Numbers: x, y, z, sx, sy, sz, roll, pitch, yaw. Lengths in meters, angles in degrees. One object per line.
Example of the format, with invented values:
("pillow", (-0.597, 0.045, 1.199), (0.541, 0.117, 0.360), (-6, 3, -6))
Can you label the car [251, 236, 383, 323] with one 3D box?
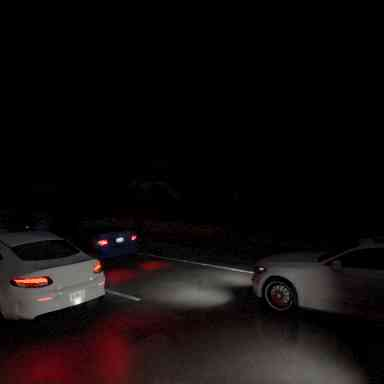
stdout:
("car", (3.356, 1.525, 5.898), (4.674, 1.442, 1.812), (0, 0, 36))

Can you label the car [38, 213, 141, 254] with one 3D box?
("car", (-4.168, 1.430, 11.322), (5.357, 1.411, 2.033), (1, 1, 36))

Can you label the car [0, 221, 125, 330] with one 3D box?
("car", (-3.696, 1.455, 6.663), (4.674, 1.442, 1.812), (1, 1, 36))
